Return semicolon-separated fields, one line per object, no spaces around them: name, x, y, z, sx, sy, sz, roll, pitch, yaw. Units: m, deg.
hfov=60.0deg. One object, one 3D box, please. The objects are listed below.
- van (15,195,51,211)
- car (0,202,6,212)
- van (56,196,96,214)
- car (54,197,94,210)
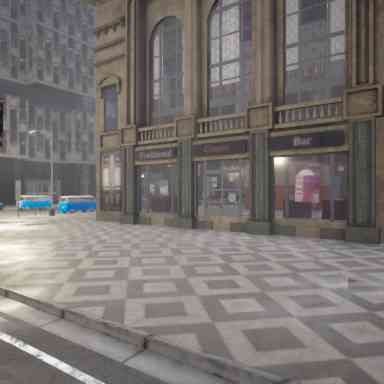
van;-18.549;1.292;39.116;1.690;1.788;3.998;0;0;36
car;-21.822;1.513;34.550;2.008;1.369;4.403;0;0;36
van;-11.619;1.282;34.150;1.690;1.788;3.998;0;0;36
car;-15.375;1.466;43.544;1.752;1.417;4.829;0;0;36
